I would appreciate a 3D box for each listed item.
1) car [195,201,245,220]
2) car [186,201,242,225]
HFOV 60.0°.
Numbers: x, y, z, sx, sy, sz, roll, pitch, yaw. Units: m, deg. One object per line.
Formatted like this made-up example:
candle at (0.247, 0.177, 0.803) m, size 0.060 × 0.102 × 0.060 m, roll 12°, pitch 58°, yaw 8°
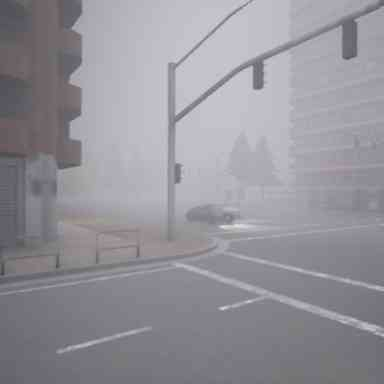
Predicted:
car at (2.407, 1.578, 29.462) m, size 1.812 × 1.442 × 4.674 m, roll 0°, pitch 0°, yaw -35°
car at (1.358, 1.606, 24.861) m, size 1.994 × 1.385 × 4.181 m, roll 0°, pitch 0°, yaw -35°
